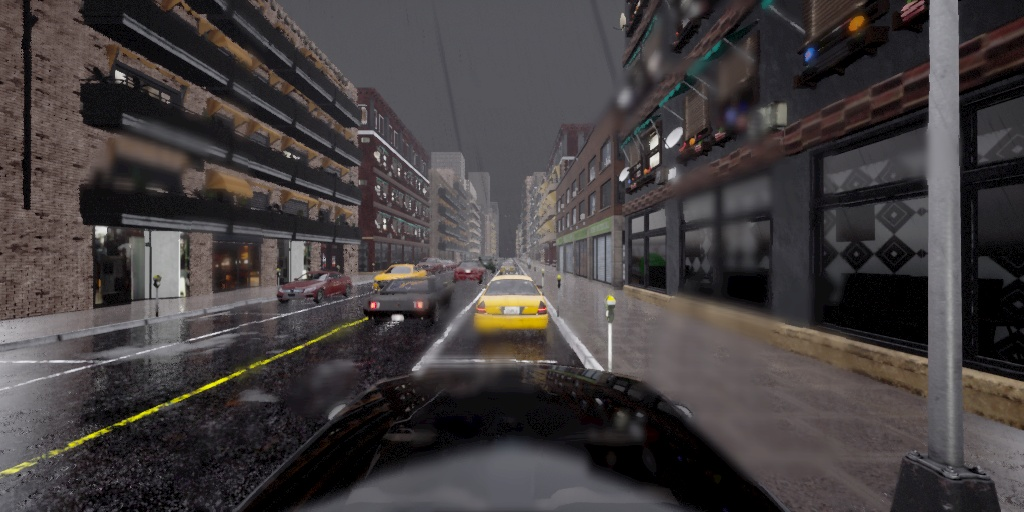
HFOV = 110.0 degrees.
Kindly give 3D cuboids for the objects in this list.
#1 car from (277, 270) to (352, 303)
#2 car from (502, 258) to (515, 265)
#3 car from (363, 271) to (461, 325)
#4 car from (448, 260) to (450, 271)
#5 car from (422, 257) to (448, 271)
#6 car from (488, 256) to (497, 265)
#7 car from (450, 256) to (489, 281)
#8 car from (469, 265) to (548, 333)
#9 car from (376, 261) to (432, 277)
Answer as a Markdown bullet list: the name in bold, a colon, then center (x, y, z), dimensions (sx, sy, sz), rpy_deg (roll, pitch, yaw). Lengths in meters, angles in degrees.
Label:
- **car**: center (-8.837, 1.333, 16.462), dimensions (1.802, 1.307, 4.207), rpy_deg (0, 0, 0)
- **car**: center (-0.456, 1.275, 39.173), dimensions (1.751, 1.417, 4.829), rpy_deg (0, 0, 0)
- **car**: center (-3.045, 1.351, 11.805), dimensions (1.895, 1.301, 4.718), rpy_deg (0, 0, 0)
- **car**: center (-8.837, 1.188, 44.643), dimensions (1.967, 1.591, 4.097), rpy_deg (0, 0, 0)
- **car**: center (-8.837, 1.064, 39.007), dimensions (2.192, 1.841, 5.009), rpy_deg (0, 0, 0)
- **car**: center (-3.044, 0.970, 43.455), dimensions (2.150, 2.045, 5.566), rpy_deg (0, 0, 0)
- **car**: center (-3.144, 1.103, 27.577), dimensions (2.097, 1.767, 4.553), rpy_deg (0, 0, 0)
- **car**: center (0.005, 1.207, 10.689), dimensions (1.801, 1.575, 5.366), rpy_deg (0, 0, 0)
- **car**: center (-6.246, 1.228, 20.478), dimensions (1.882, 1.535, 5.008), rpy_deg (0, 0, 0)
